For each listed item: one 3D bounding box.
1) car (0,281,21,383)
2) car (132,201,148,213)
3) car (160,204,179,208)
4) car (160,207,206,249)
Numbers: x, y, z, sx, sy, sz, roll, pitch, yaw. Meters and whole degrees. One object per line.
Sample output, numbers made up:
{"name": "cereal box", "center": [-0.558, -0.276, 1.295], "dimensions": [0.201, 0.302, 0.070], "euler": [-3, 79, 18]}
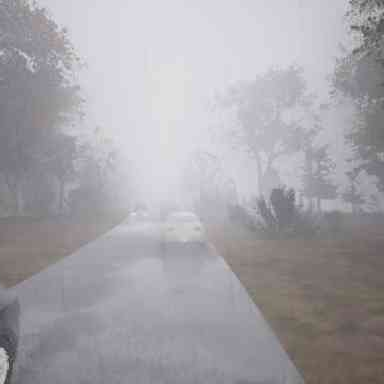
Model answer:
{"name": "car", "center": [-2.928, 1.511, 2.060], "dimensions": [1.837, 1.490, 4.892], "euler": [0, 0, -1]}
{"name": "car", "center": [-7.011, 2.022, 44.932], "dimensions": [1.837, 1.490, 4.892], "euler": [1, -1, -10]}
{"name": "car", "center": [-2.041, 1.843, 31.597], "dimensions": [1.994, 1.385, 4.181], "euler": [0, -1, -7]}
{"name": "car", "center": [-0.439, 1.599, 14.914], "dimensions": [1.812, 1.442, 4.674], "euler": [0, 0, -4]}
